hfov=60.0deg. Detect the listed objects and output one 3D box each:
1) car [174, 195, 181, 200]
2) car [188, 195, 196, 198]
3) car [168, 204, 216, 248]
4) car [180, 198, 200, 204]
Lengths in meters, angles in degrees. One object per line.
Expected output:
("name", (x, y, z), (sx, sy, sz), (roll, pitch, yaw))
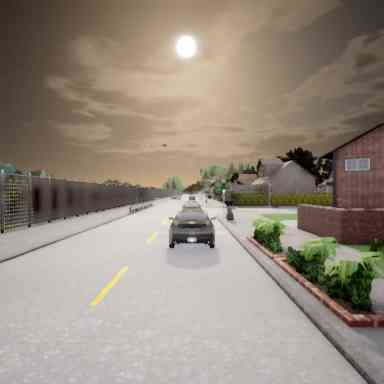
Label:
("car", (-3.984, 1.521, 90.601), (1.812, 1.442, 4.674), (0, 0, 0))
("car", (0.013, 1.415, 84.383), (1.812, 1.442, 4.674), (0, 0, 0))
("car", (0.000, 1.514, 14.650), (1.837, 1.490, 4.892), (0, 0, 0))
("car", (0.000, 1.531, 29.650), (1.812, 1.442, 4.674), (0, 0, 0))
